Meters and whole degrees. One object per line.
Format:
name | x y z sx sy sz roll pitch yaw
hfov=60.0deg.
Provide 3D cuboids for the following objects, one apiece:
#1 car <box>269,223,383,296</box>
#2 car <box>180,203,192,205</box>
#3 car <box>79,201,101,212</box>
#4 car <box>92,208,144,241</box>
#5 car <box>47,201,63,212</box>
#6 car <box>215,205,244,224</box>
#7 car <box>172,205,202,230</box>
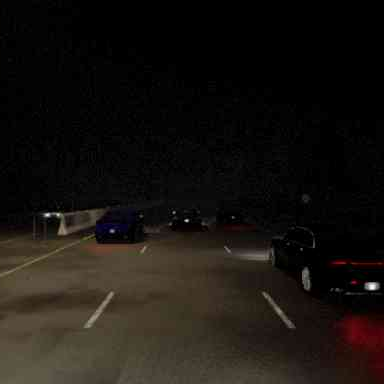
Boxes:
car | 3.454 1.602 8.895 1.837 1.490 4.892 0 0 -1
car | -0.719 2.053 40.849 1.895 1.301 4.718 0 -1 -1
car | -15.053 2.121 49.357 1.994 1.385 4.181 0 -1 -1
car | -3.763 1.680 17.918 1.882 1.535 5.008 0 0 -1
car | -18.507 2.006 46.474 1.882 1.535 5.008 0 -1 -1
car | 3.040 1.780 27.545 1.882 1.535 5.008 0 0 -1
car | -0.373 1.821 23.118 1.994 1.385 4.181 0 -1 -1
